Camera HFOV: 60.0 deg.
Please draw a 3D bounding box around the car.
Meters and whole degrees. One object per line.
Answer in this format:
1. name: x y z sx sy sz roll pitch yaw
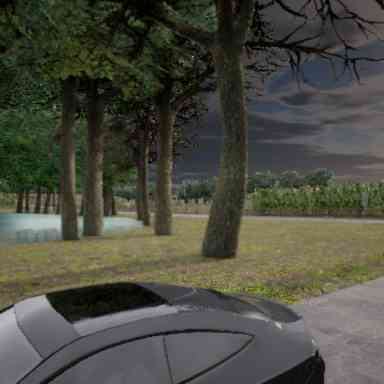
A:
1. car: -0.899 1.527 2.426 4.674 1.442 1.812 0 0 -35
